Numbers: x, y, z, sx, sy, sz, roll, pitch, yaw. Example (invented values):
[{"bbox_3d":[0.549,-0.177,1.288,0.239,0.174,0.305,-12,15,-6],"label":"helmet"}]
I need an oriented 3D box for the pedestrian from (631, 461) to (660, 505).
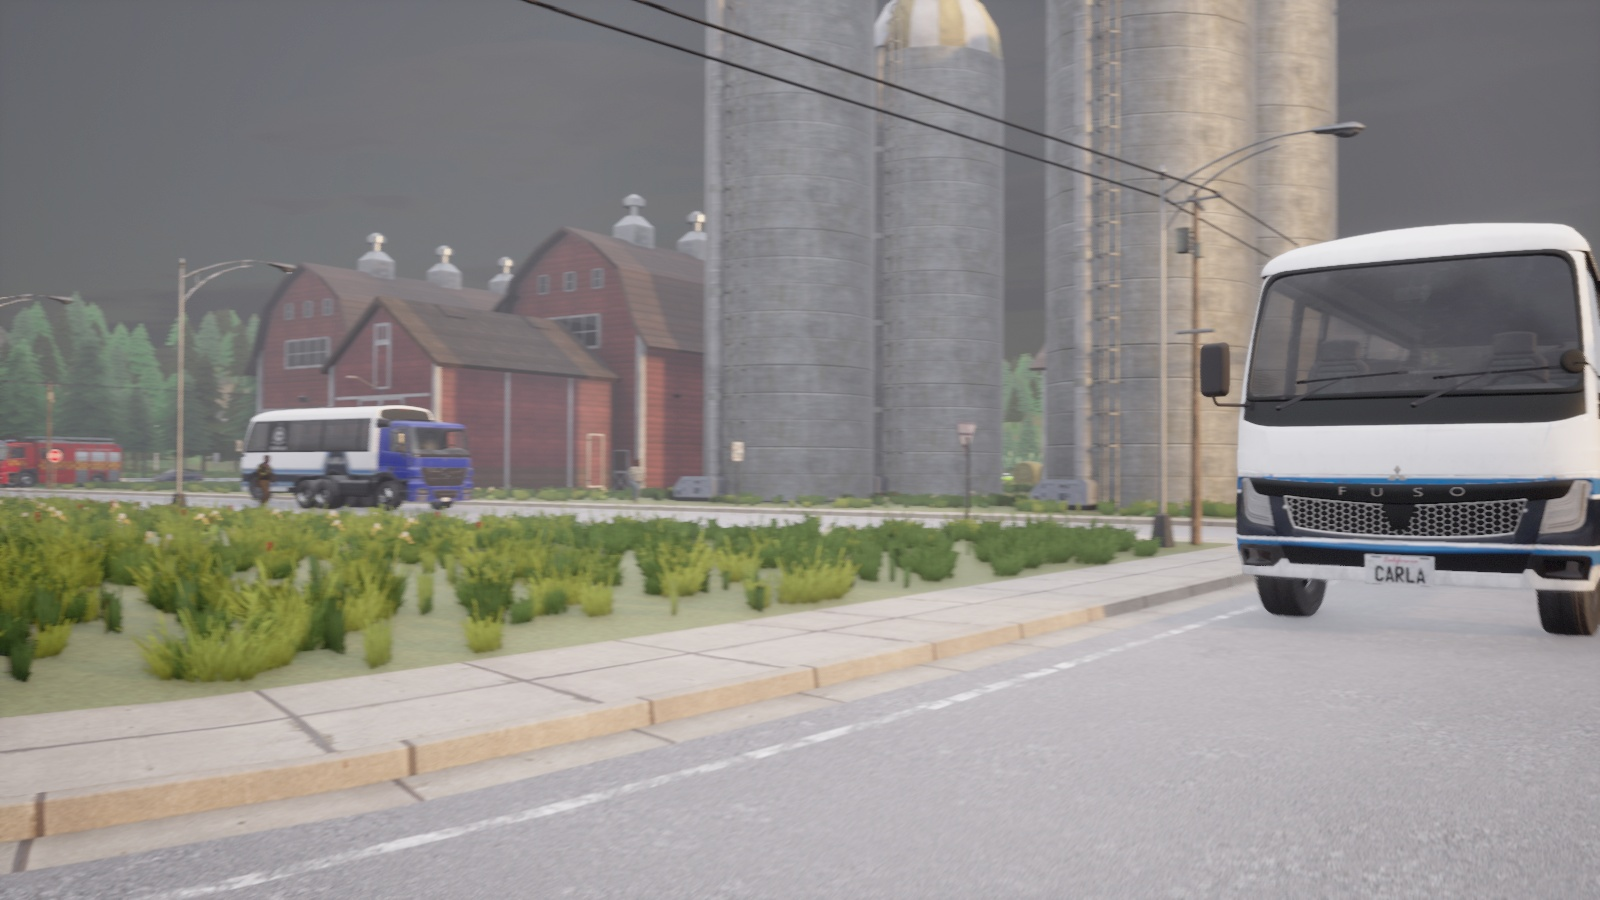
[{"bbox_3d":[-6.573,1.394,53.450,0.874,1.855,0.900,1,-1,-35],"label":"pedestrian"}]

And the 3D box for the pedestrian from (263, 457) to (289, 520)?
[{"bbox_3d":[-16.141,1.180,38.686,0.692,1.930,0.395,-1,-1,34],"label":"pedestrian"}]

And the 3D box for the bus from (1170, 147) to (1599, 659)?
[{"bbox_3d":[8.289,-0.311,15.548,3.944,4.253,10.273,-1,-1,35],"label":"bus"}]

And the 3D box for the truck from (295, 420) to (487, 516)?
[{"bbox_3d":[-15.968,0.712,48.780,7.936,3.462,2.891,-1,-1,35],"label":"truck"}]

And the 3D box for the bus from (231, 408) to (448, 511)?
[{"bbox_3d":[-20.784,0.459,56.385,10.273,4.253,3.944,-1,-1,35],"label":"bus"}]
